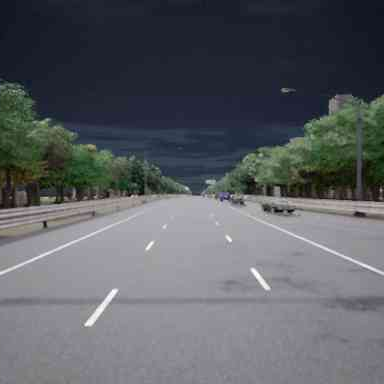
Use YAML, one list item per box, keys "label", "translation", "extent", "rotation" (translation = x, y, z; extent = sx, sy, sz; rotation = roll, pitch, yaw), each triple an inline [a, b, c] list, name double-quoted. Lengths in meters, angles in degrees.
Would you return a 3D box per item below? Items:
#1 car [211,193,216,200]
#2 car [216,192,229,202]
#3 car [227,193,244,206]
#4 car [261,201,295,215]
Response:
- label: "car"
  translation: [7.079, 1.076, 88.283]
  extent: [2.150, 2.045, 5.566]
  rotation: [0, 0, 0]
- label: "car"
  translation: [7.027, 1.057, 71.269]
  extent: [2.150, 2.045, 5.566]
  rotation: [0, 0, 0]
- label: "car"
  translation: [7.004, 1.364, 51.962]
  extent: [1.837, 1.490, 4.892]
  rotation: [0, 0, 0]
- label: "car"
  translation: [8.380, 1.534, 33.026]
  extent: [1.895, 1.301, 4.718]
  rotation: [0, 0, -8]
